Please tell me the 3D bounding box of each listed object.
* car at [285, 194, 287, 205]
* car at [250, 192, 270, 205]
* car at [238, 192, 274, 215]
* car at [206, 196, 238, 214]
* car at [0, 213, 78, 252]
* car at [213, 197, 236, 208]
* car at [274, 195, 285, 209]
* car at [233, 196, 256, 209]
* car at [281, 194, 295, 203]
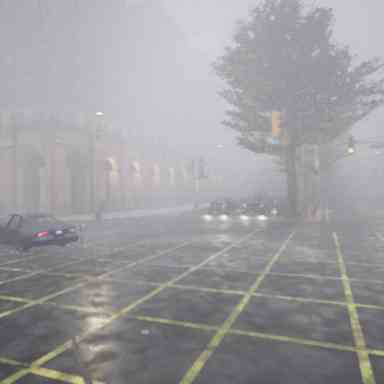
[{"bbox_3d":[13.319,1.237,49.748,2.128,1.511,4.902,-1,0,22],"label":"car"},{"bbox_3d":[10.855,0.986,53.021,2.150,2.045,5.566,-1,0,22],"label":"car"},{"bbox_3d":[6.364,1.211,32.550,2.097,1.767,4.553,-1,0,22],"label":"car"},{"bbox_3d":[3.047,1.245,33.673,2.097,1.767,4.553,-1,0,22],"label":"car"},{"bbox_3d":[-7.059,1.593,14.102,5.357,1.411,2.033,-1,0,37],"label":"car"},{"bbox_3d":[4.520,1.445,45.907,1.895,1.301,4.718,-1,0,22],"label":"car"},{"bbox_3d":[9.667,1.157,40.679,2.097,1.767,4.553,-1,0,22],"label":"car"},{"bbox_3d":[6.889,1.335,43.099,1.837,1.490,4.892,-1,0,22],"label":"car"},{"bbox_3d":[17.063,1.162,59.123,1.882,1.535,5.008,-1,0,22],"label":"car"}]
